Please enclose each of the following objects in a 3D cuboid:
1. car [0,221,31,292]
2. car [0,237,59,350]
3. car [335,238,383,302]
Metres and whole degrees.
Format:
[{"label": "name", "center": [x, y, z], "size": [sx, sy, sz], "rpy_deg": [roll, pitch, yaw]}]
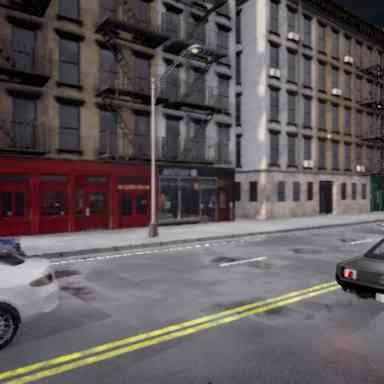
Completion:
[{"label": "car", "center": [-6.225, 1.527, 7.228], "size": [4.674, 1.442, 1.812], "rpy_deg": [0, 0, -35]}, {"label": "car", "center": [-4.336, 1.527, 4.583], "size": [4.674, 1.442, 1.812], "rpy_deg": [0, 0, -36]}, {"label": "car", "center": [5.218, 1.595, 7.161], "size": [4.718, 1.301, 1.895], "rpy_deg": [0, 0, -36]}]
